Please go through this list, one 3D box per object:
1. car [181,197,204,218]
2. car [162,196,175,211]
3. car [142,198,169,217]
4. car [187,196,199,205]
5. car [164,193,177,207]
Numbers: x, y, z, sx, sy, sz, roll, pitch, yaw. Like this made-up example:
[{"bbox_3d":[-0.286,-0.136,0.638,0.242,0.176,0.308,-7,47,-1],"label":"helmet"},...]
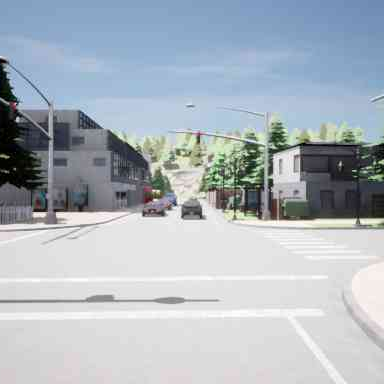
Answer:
[{"bbox_3d":[0.031,1.505,30.060,1.837,1.490,4.892,0,0,1],"label":"car"},{"bbox_3d":[-3.535,1.526,41.828,1.812,1.442,4.674,0,0,0],"label":"car"},{"bbox_3d":[-3.552,1.564,31.674,1.994,1.385,4.181,0,0,0],"label":"car"},{"bbox_3d":[0.182,1.548,59.847,2.033,1.411,5.357,0,0,0],"label":"car"},{"bbox_3d":[-3.519,1.221,52.455,2.150,2.045,5.566,0,0,0],"label":"car"}]
